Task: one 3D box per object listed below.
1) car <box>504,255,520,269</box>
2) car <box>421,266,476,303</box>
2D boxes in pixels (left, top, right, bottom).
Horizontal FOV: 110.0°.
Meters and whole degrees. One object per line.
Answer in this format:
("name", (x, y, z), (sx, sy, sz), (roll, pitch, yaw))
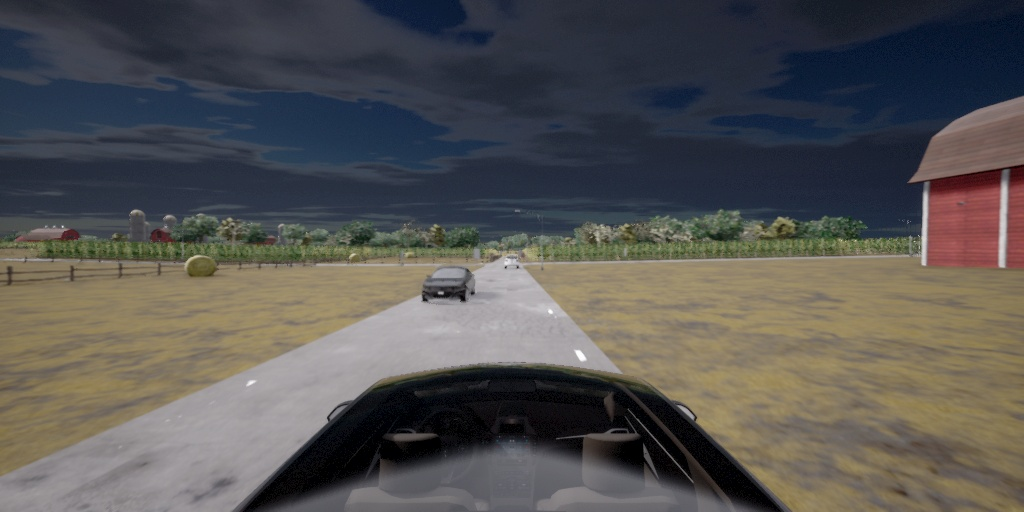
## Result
("car", (-0.009, 0.831, 53.414), (2.150, 2.045, 5.566), (0, 0, 0))
("car", (-2.805, 1.212, 16.743), (1.882, 1.535, 5.008), (0, 0, 0))
